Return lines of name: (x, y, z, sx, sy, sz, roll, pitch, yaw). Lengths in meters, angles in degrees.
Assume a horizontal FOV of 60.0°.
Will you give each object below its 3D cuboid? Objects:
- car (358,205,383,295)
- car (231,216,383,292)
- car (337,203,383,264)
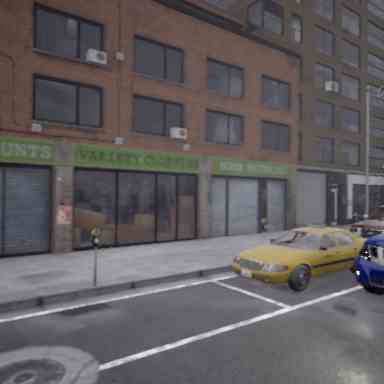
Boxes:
car: (6.097, 1.261, 7.724, 5.566, 2.045, 2.150, 0, 0, -35)
car: (3.223, 1.558, 9.051, 4.829, 1.417, 1.752, 0, 0, -35)
car: (7.835, 1.373, 12.337, 5.009, 1.841, 2.192, 0, 0, -35)
